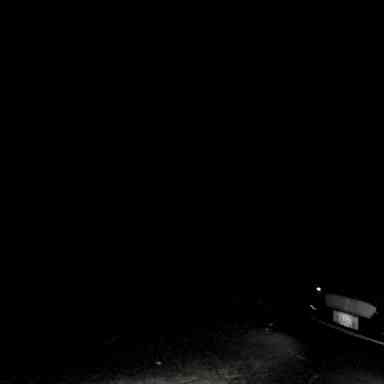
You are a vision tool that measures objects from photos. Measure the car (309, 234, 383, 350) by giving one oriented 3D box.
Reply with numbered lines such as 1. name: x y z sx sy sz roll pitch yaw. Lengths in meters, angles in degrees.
1. car: 4.107 1.500 6.000 4.902 1.511 2.128 0 0 -36
